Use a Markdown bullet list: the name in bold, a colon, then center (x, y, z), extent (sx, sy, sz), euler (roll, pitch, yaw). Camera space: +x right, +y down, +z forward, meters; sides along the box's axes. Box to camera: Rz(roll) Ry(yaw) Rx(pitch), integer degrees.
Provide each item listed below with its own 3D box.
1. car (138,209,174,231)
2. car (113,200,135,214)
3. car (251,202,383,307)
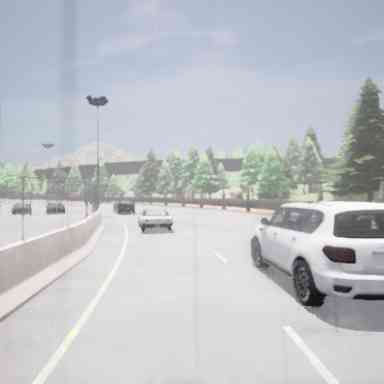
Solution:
- **car**: center (-2.448, 1.705, 21.404), extent (1.895, 1.301, 4.718), euler (0, 0, -12)
- **car**: center (-7.940, 1.682, 38.607), extent (1.882, 1.535, 5.008), euler (0, 0, -22)
- **car**: center (3.108, 1.242, 8.220), extent (2.150, 2.045, 5.566), euler (0, 0, -5)
